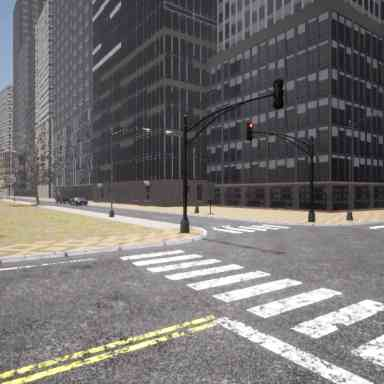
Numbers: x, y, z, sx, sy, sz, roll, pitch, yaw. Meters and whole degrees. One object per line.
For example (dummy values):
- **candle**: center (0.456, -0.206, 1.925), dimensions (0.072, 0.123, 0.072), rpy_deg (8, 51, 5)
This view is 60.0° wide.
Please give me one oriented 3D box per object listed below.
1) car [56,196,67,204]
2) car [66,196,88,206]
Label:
- **car**: center (-24.642, 1.512, 63.508), dimensions (1.837, 1.490, 4.892), rpy_deg (0, 0, -35)
- **car**: center (-18.849, 1.603, 55.243), dimensions (1.895, 1.301, 4.718), rpy_deg (0, 0, -35)
